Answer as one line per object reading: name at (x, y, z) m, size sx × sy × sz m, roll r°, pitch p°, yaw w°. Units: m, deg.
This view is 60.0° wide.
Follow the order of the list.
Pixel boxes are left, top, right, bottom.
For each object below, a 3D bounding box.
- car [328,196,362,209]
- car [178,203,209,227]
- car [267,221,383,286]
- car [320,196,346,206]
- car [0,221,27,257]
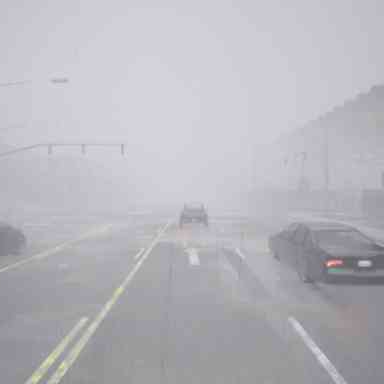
car at (19.453, 1.231, 41.082) m, size 1.853 × 1.218 × 4.536 m, roll 0°, pitch 0°, yaw -36°
car at (0.093, 1.457, 22.312) m, size 2.128 × 1.511 × 4.902 m, roll 0°, pitch 0°, yaw -1°
car at (3.594, 1.533, 9.439) m, size 2.033 × 1.411 × 5.357 m, roll 0°, pitch 0°, yaw 0°
car at (19.444, 1.223, 45.770) m, size 1.853 × 1.218 × 4.536 m, roll 0°, pitch 0°, yaw 44°
car at (-7.035, 1.548, 10.430) m, size 1.994 × 1.385 × 4.181 m, roll 0°, pitch 0°, yaw 1°
